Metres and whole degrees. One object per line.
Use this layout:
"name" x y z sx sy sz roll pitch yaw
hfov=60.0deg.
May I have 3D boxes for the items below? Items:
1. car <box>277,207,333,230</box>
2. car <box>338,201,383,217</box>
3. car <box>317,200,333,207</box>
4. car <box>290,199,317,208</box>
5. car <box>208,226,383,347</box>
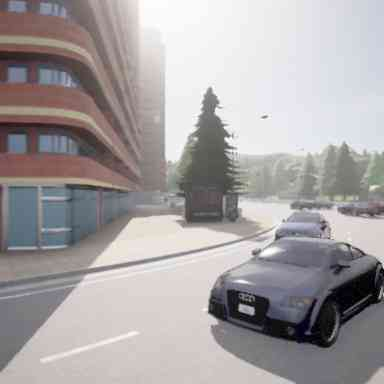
"car" 5.364 1.665 15.663 1.812 1.442 4.674 -1 -1 30
"car" 17.051 1.778 34.372 2.033 1.411 5.357 0 0 -1
"car" 19.327 1.911 50.461 2.033 1.411 5.357 0 -1 -5
"car" 16.028 1.871 48.973 1.837 1.490 4.892 0 -1 -5
"car" 2.224 1.616 6.502 1.994 1.385 4.181 -1 -1 44
